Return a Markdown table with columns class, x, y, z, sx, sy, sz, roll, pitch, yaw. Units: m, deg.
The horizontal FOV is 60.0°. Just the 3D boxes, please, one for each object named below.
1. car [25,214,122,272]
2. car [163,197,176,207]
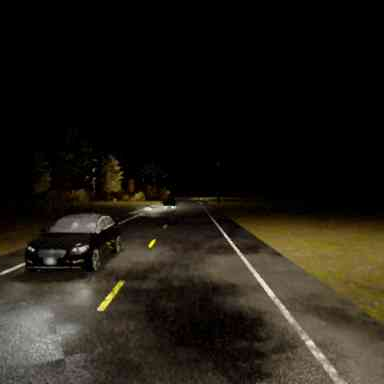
| class | x | y | z | sx | sy | sz | roll | pitch | yaw |
| --- | --- | --- | --- | --- | --- | --- | --- | --- | --- |
| car | -3.603 | 1.500 | 10.910 | 2.128 | 1.511 | 4.902 | 0 | 0 | 0 |
| car | -3.560 | 1.588 | 53.578 | 2.033 | 1.411 | 5.357 | 0 | 0 | 1 |
